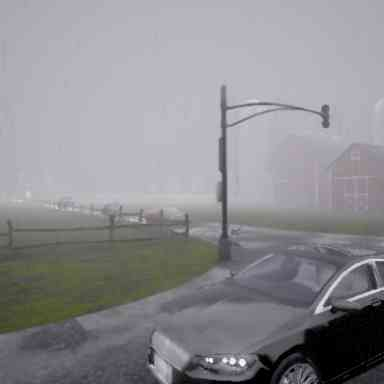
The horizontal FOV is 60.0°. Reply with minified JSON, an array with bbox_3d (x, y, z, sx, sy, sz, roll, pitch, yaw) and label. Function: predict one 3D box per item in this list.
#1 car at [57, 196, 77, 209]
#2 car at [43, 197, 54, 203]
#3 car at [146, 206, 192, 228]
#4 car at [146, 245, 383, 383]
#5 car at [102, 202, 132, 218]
[{"bbox_3d":[-20.044,1.617,53.218,2.150,2.045,5.566,0,-1,-32],"label":"car"},{"bbox_3d":[-35.856,2.009,82.942,1.895,1.301,4.718,0,0,-33],"label":"car"},{"bbox_3d":[-1.877,1.755,24.769,1.812,1.442,4.674,0,0,-34],"label":"car"},{"bbox_3d":[1.769,1.576,4.743,4.902,1.511,2.128,1,-1,-32],"label":"car"},{"bbox_3d":[-7.640,1.770,33.739,2.128,1.511,4.902,0,0,-33],"label":"car"}]
